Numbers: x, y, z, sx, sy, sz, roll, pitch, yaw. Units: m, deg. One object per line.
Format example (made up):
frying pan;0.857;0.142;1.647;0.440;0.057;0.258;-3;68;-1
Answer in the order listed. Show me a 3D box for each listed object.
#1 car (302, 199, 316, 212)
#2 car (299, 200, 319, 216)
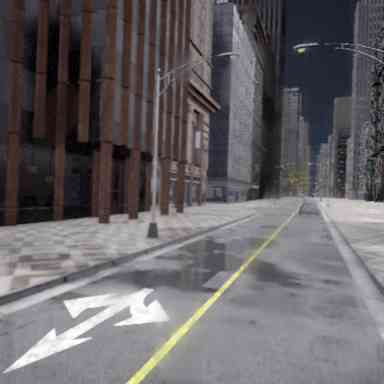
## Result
car;16.766;1.885;47.522;1.837;1.490;4.892;2;1;20
car;12.938;1.859;36.813;1.994;1.385;4.181;2;0;20
